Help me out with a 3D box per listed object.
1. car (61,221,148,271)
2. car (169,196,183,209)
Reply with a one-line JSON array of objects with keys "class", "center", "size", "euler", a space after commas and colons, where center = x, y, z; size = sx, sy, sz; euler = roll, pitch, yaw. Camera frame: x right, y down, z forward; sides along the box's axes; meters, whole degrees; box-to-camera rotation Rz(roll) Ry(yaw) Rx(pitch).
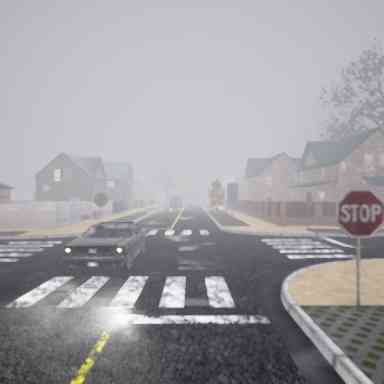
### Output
[{"class": "car", "center": [-2.757, 1.717, 11.454], "size": [1.895, 1.301, 4.718], "euler": [0, 0, 0]}, {"class": "car", "center": [-2.776, 1.699, 57.505], "size": [2.150, 2.045, 5.566], "euler": [0, -1, 0]}]
